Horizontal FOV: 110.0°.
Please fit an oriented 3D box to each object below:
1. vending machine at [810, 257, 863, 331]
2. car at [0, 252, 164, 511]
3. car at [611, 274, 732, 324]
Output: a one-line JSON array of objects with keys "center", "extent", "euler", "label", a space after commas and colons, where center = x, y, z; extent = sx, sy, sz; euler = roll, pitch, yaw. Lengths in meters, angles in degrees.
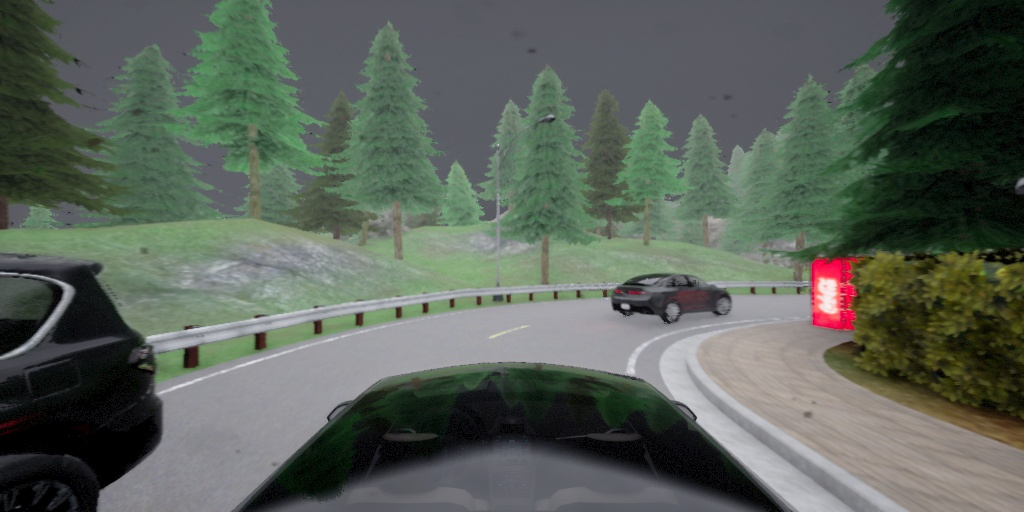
[{"center": [8.884, 1.008, 9.697], "extent": [0.880, 2.100, 1.100], "euler": [0, 0, -19], "label": "vending machine"}, {"center": [-3.682, 0.959, 0.339], "extent": [2.150, 2.045, 5.566], "euler": [0, -1, -1], "label": "car"}, {"center": [5.563, 1.342, 12.334], "extent": [4.892, 1.490, 1.837], "euler": [1, -3, -31], "label": "car"}]
